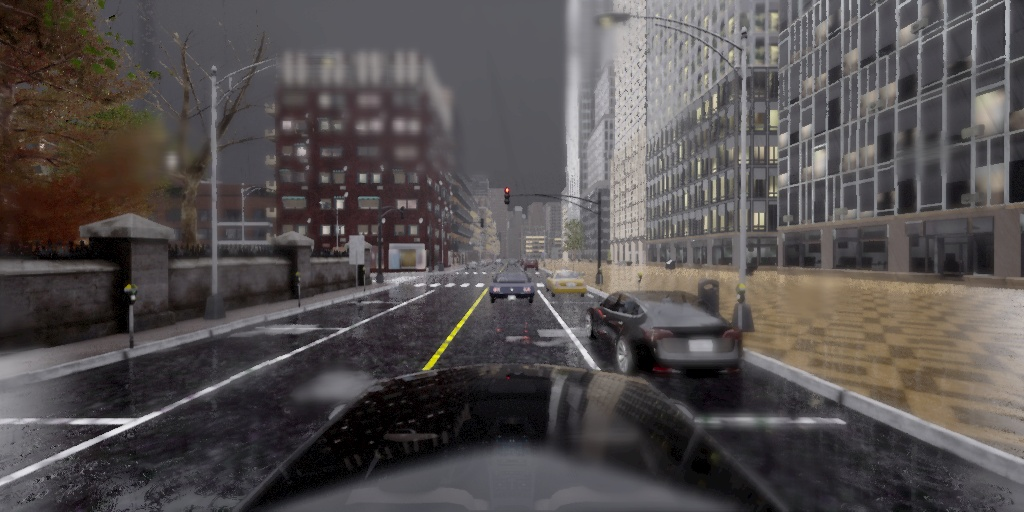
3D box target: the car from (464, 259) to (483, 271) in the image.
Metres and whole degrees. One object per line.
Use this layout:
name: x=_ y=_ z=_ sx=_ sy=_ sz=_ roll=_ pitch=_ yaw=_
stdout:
car: x=-5.691 y=1.326 z=50.805 sx=2.007 sy=1.370 sz=4.403 roll=0 pitch=0 yaw=0

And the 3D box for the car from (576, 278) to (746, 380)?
car: x=2.688 y=1.313 z=7.128 sx=1.948 sy=1.339 sz=4.313 roll=0 pitch=0 yaw=0

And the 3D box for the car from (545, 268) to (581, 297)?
car: x=2.689 y=1.276 z=18.563 sx=1.751 sy=1.417 sz=4.829 roll=0 pitch=0 yaw=0

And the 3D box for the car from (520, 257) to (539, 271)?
car: x=2.689 y=1.090 z=50.805 sx=2.192 sy=1.841 sz=5.009 roll=0 pitch=0 yaw=0

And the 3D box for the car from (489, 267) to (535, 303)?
car: x=0.000 y=1.367 z=16.531 sx=1.895 sy=1.301 sz=4.718 roll=0 pitch=0 yaw=0
